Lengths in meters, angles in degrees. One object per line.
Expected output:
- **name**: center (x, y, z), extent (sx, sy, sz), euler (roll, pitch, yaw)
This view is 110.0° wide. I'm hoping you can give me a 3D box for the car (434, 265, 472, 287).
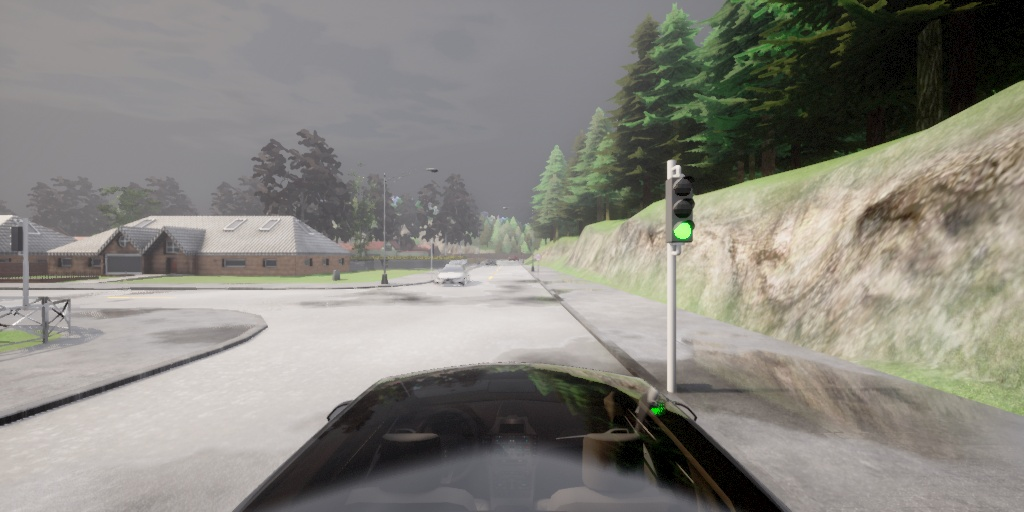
- **car**: center (-3.981, 1.333, 24.649), extent (1.812, 1.442, 4.674), euler (0, 1, 0)
